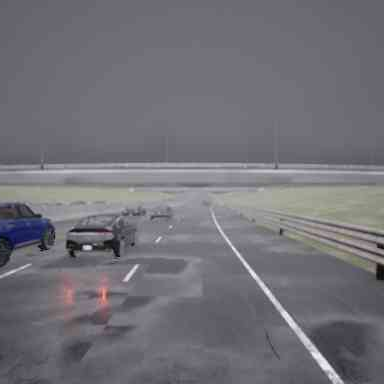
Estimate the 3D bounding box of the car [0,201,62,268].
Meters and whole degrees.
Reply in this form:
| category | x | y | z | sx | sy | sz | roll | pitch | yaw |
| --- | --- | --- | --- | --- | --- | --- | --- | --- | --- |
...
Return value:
| category | x | y | z | sx | sy | sz | roll | pitch | yaw |
| --- | --- | --- | --- | --- | --- | --- | --- | --- | --- |
| car | -6.891 | 1.337 | 11.782 | 2.150 | 2.045 | 5.566 | 0 | -1 | 0 |

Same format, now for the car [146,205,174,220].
| category | x | y | z | sx | sy | sz | roll | pitch | yaw |
| --- | --- | --- | --- | --- | --- | --- | --- | --- | --- |
| car | -2.889 | 2.013 | 32.911 | 2.033 | 1.411 | 5.357 | 0 | -1 | 2 |

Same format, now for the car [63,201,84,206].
| category | x | y | z | sx | sy | sz | roll | pitch | yaw |
| --- | --- | --- | --- | --- | --- | --- | --- | --- | --- |
| car | -19.489 | 2.290 | 56.527 | 2.097 | 1.767 | 4.553 | 0 | -1 | 3 |

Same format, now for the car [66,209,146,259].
| category | x | y | z | sx | sy | sz | roll | pitch | yaw |
| --- | --- | --- | --- | --- | --- | --- | --- | --- | --- |
| car | -3.379 | 1.625 | 13.243 | 2.128 | 1.511 | 4.902 | 0 | -1 | 0 |

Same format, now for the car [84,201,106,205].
| category | x | y | z | sx | sy | sz | roll | pitch | yaw |
| --- | --- | --- | --- | --- | --- | --- | --- | --- | --- |
| car | -15.990 | 2.294 | 56.557 | 2.097 | 1.767 | 4.553 | 0 | -1 | 3 |

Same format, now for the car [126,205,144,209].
| category | x | y | z | sx | sy | sz | roll | pitch | yaw |
| --- | --- | --- | --- | --- | --- | --- | --- | --- | --- |
| car | -6.230 | 2.136 | 36.650 | 1.895 | 1.301 | 4.718 | 0 | -1 | 2 |
